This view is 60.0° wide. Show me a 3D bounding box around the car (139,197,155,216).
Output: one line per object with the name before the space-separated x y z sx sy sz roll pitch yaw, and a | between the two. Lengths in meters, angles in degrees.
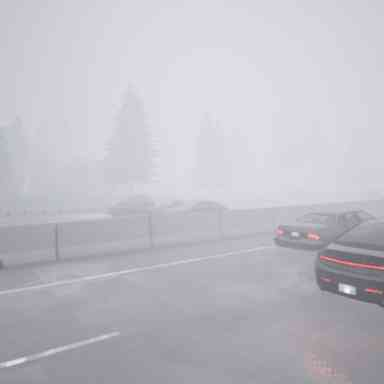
car | -1.338 1.249 24.413 4.181 1.385 1.994 -2 1 -35

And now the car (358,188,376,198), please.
car | 28.888 0.192 54.021 4.902 1.511 2.128 -2 1 -34

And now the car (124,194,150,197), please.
car | -5.517 1.038 30.030 4.553 1.767 2.097 -2 1 -35

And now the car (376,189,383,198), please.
car | 30.821 0.230 51.103 4.674 1.442 1.812 -2 1 -34

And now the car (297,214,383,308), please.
car | 4.567 1.323 6.937 4.892 1.490 1.837 -1 1 -35

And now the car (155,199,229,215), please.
car | 0.296 1.224 21.285 4.674 1.442 1.812 -2 1 -35

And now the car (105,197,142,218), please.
car | -4.371 1.313 26.561 4.718 1.301 1.895 -2 1 -35

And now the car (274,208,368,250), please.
car | 5.227 1.288 11.672 5.357 1.411 2.033 -2 1 -35
